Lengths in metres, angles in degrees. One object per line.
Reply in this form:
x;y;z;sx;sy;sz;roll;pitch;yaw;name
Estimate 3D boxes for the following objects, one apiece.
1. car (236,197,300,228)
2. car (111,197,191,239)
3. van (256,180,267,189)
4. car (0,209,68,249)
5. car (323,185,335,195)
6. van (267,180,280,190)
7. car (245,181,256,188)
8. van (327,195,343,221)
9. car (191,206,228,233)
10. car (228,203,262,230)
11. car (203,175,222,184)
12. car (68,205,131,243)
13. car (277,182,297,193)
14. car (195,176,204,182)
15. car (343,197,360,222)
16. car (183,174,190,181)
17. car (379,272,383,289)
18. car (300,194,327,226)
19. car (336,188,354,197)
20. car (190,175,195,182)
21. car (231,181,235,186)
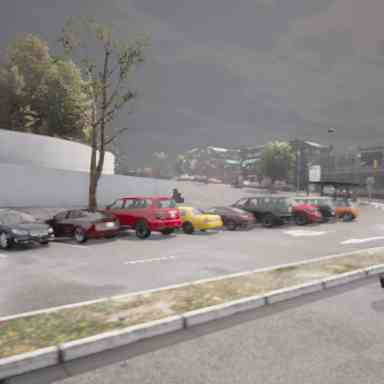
4.205;1.341;23.211;5.566;2.045;2.435;-1;-1;35;car
-3.146;1.285;17.996;5.566;2.045;2.435;-1;-1;34;car
16.158;-1.510;71.533;1.878;1.987;4.442;7;3;35;van
-8.011;1.503;14.501;4.892;1.521;2.231;-1;-1;34;car
24.857;-0.173;59.314;2.435;2.045;5.566;7;3;35;car
17.887;-1.238;69.062;1.878;1.987;4.442;7;3;35;van
14.583;-1.557;74.264;1.946;1.575;5.366;7;3;35;car
9.255;1.403;26.588;4.442;1.987;1.878;-1;-1;35;van
-0.828;1.553;19.823;5.366;1.575;1.946;-1;-1;35;car
1.777;1.613;21.452;4.674;1.452;2.002;-1;-1;35;car
5.904;-2.920;86.557;1.946;1.575;5.366;7;3;34;car
-5.592;1.547;16.249;4.792;1.488;2.163;-1;-1;35;car
19.646;-0.739;66.699;2.231;1.521;4.892;7;3;35;car
4.054;-3.443;88.817;2.435;2.045;5.566;7;3;34;car
11.663;1.523;28.339;4.553;1.767;2.185;-1;-1;35;car
0.529;-3.829;93.753;2.185;1.767;4.553;4;1;33;car
6.422;1.602;7.710;5.357;1.411;2.033;0;0;-35;car
6.718;1.359;24.917;5.566;2.045;2.435;-1;-1;35;car
26.547;0.389;56.841;2.002;1.452;4.674;7;3;35;car
2.259;-3.595;91.283;2.185;1.767;4.553;6;2;34;car
11.009;-2.062;79.047;2.002;1.452;4.674;7;3;35;car
